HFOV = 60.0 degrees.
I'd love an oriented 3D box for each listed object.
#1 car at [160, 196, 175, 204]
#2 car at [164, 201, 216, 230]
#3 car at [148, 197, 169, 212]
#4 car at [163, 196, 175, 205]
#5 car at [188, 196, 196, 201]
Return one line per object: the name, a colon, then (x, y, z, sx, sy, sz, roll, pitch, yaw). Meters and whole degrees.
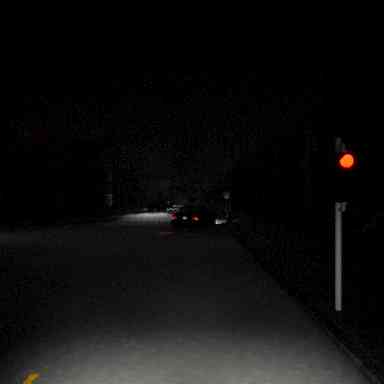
car: (-4.087, 1.352, 48.387, 2.097, 1.767, 4.553, 0, 0, 0)
car: (0.204, 1.547, 21.378, 2.033, 1.411, 5.357, 0, 0, 15)
car: (-4.099, 1.601, 39.424, 1.895, 1.301, 4.718, 0, 0, 0)
car: (-4.054, 1.525, 58.541, 1.812, 1.442, 4.674, 0, 0, 0)
car: (0.042, 1.680, 74.443, 1.837, 1.490, 4.892, 0, 0, 0)
